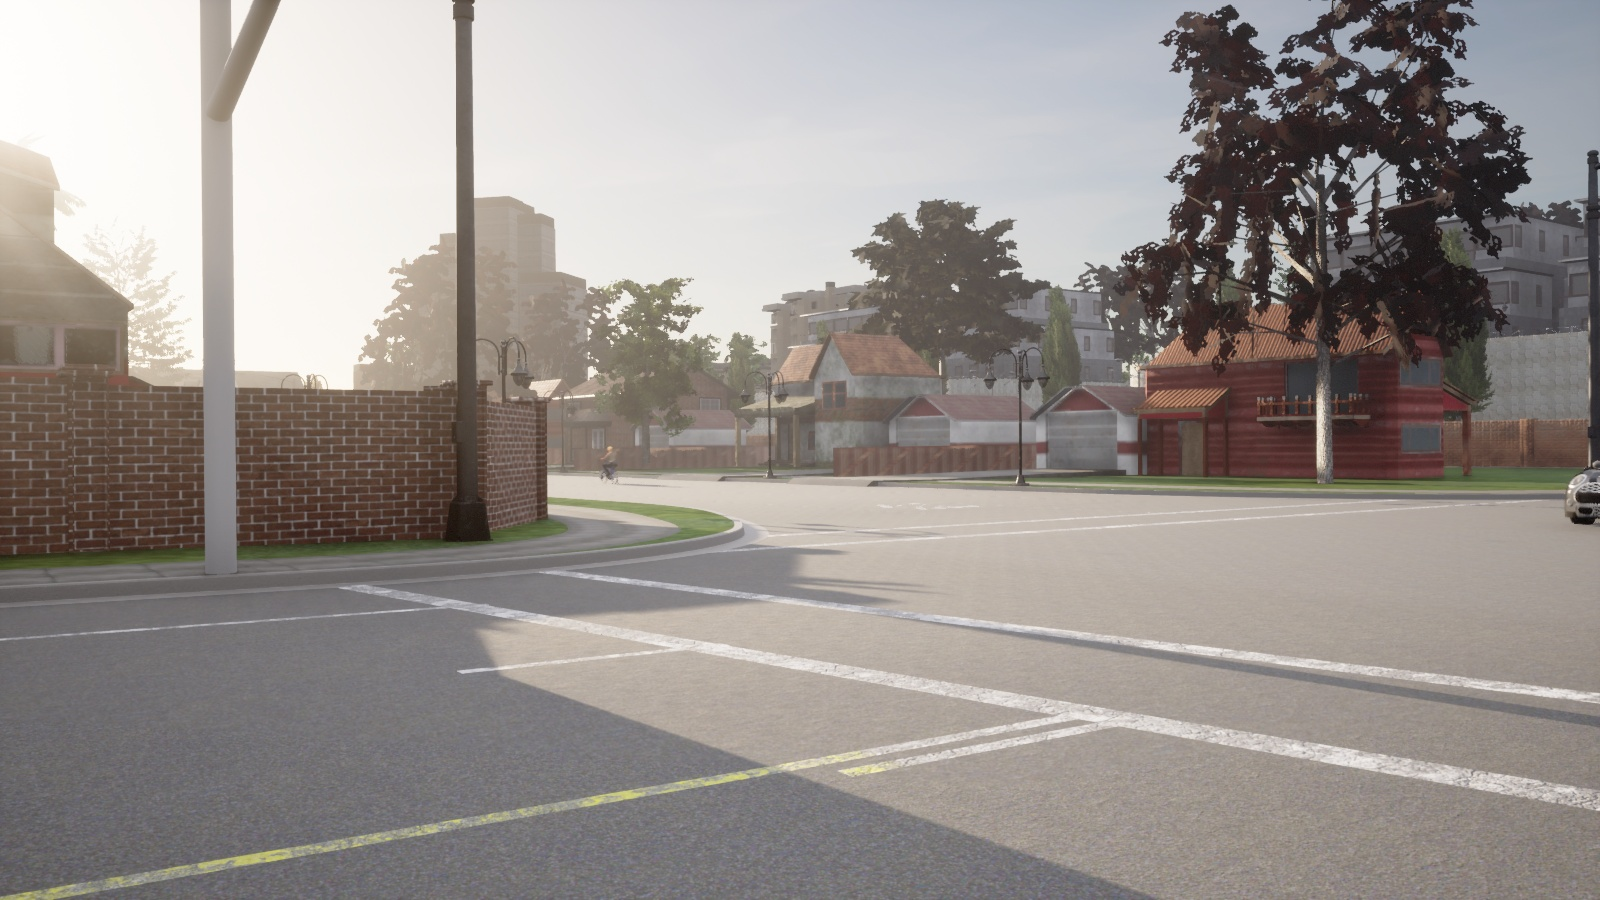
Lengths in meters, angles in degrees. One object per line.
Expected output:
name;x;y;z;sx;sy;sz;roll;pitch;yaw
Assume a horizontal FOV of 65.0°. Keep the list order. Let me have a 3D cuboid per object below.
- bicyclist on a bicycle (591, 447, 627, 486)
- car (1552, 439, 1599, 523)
bicyclist on a bicycle;-8.154;0.689;53.556;0.866;1.612;1.509;-1;0;-36
car;15.872;0.532;23.239;3.806;1.475;1.970;-1;0;-35
